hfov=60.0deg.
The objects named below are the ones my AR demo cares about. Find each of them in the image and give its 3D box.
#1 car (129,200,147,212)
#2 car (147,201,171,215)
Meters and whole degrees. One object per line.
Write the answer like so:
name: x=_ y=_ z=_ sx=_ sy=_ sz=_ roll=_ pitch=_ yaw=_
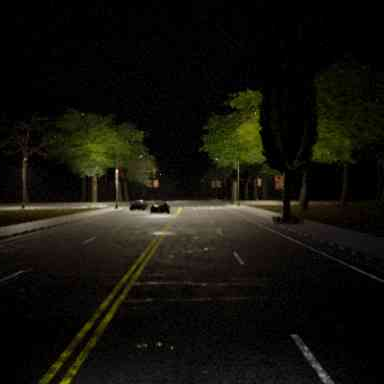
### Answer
car: x=-6.618 y=1.725 z=42.362 sx=2.033 sy=1.411 sz=5.357 roll=0 pitch=0 yaw=0
car: x=-3.385 y=1.709 z=36.070 sx=1.994 sy=1.385 sz=4.181 roll=0 pitch=0 yaw=0
